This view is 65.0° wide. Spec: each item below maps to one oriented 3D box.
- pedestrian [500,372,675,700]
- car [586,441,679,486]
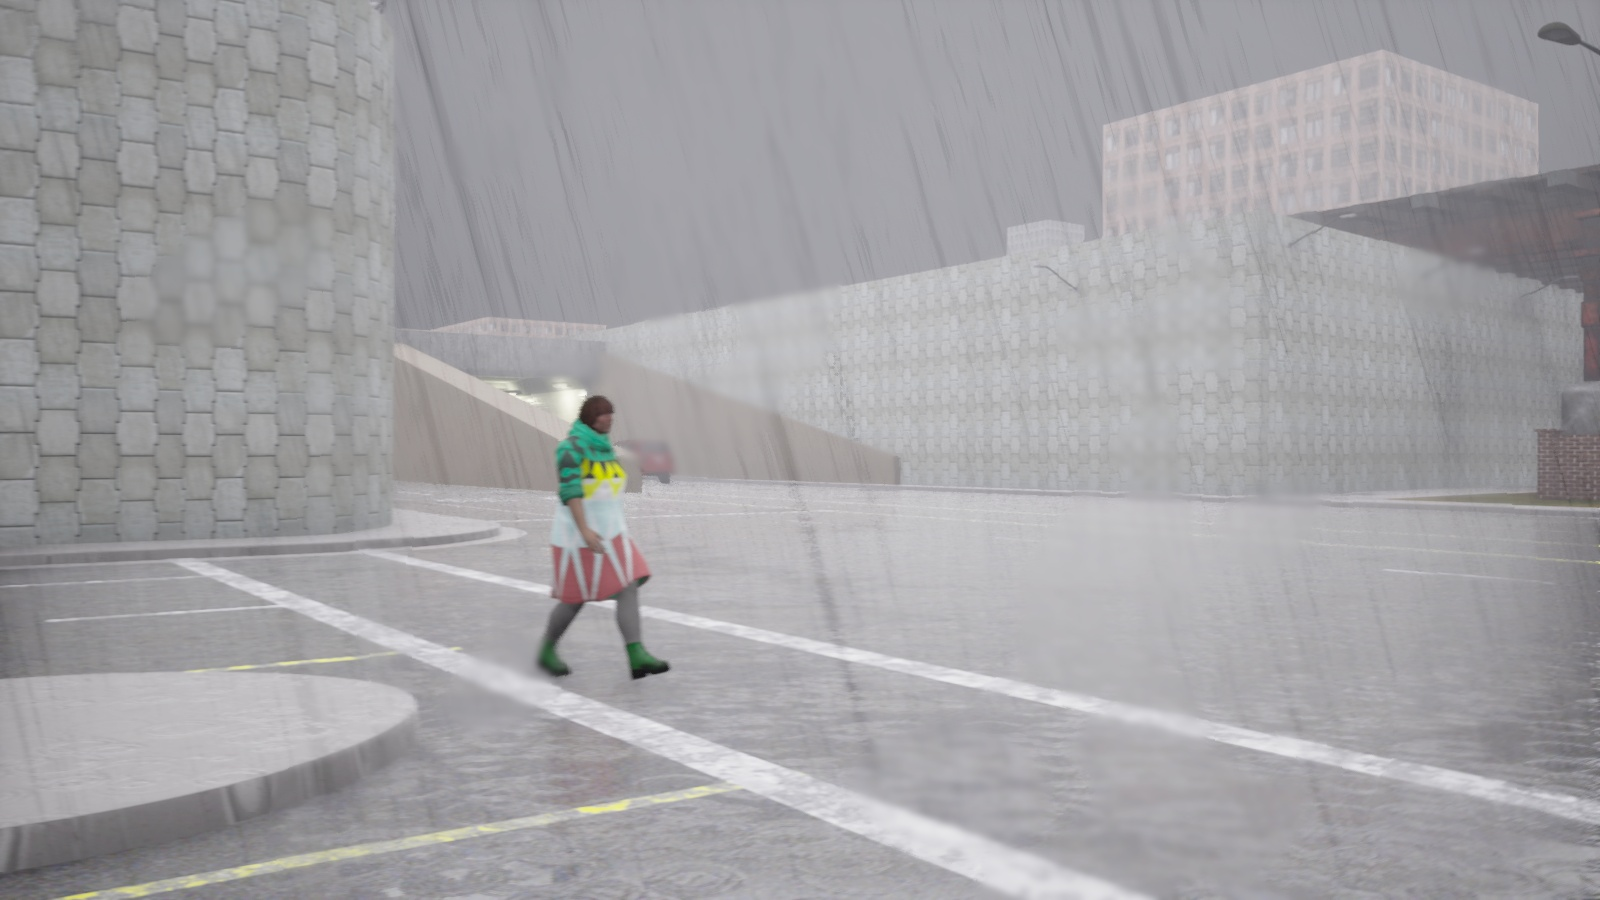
[{"bbox_3d":[-1.342,0.512,7.961,0.873,1.952,0.659,0,0,29],"label":"pedestrian"},{"bbox_3d":[-8.155,0.630,60.640,2.150,2.045,5.566,0,0,-34],"label":"car"}]
